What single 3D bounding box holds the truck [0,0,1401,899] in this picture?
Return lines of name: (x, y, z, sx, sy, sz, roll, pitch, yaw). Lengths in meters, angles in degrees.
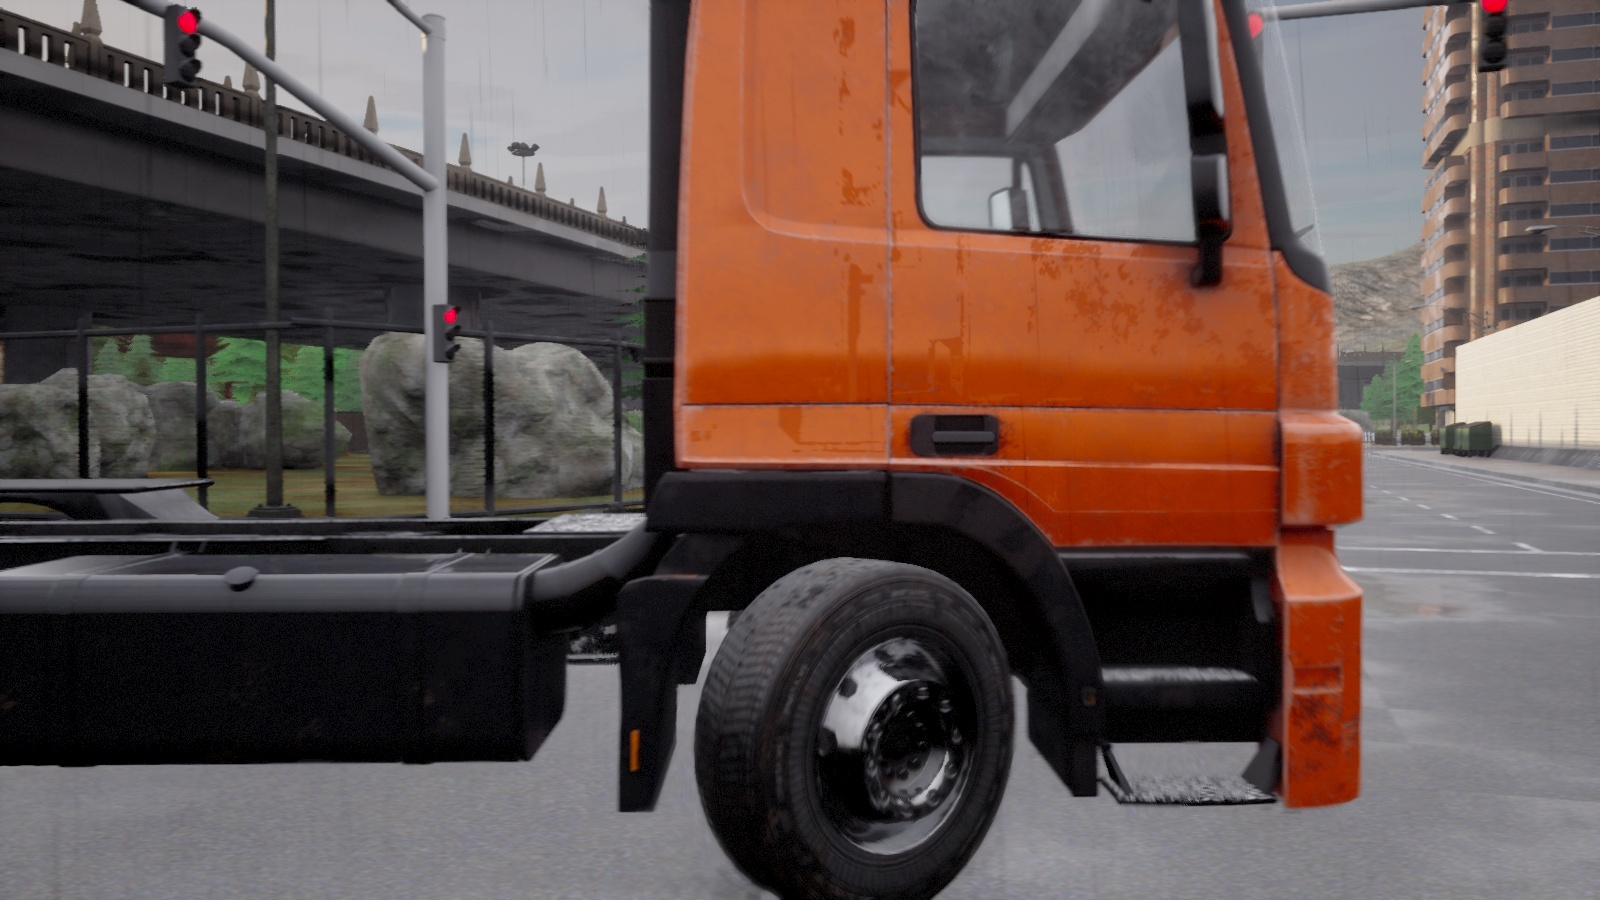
truck: (-2.132, -0.248, 5.295, 7.936, 3.462, 2.891, 0, 1, -1)
